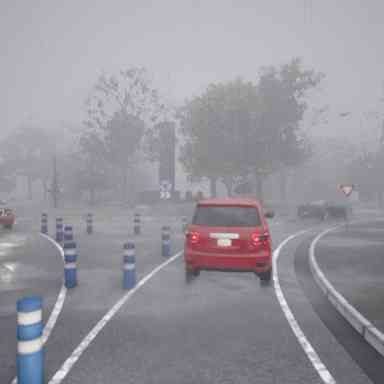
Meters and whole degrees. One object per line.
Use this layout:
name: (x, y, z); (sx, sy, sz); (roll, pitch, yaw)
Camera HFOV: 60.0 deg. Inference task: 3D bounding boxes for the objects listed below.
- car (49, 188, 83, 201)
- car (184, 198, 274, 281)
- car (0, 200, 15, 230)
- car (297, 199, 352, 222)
car: (-21.262, 0.422, 56.293); (2.150, 2.045, 5.566); (1, 1, 41)
car: (1.257, 1.189, 10.067); (2.150, 2.045, 5.566); (0, 1, 11)
car: (-12.198, 1.078, 19.085); (5.566, 2.045, 2.150); (1, 1, 42)
car: (9.677, 1.248, 24.079); (5.008, 1.535, 1.882); (-1, 2, -37)
